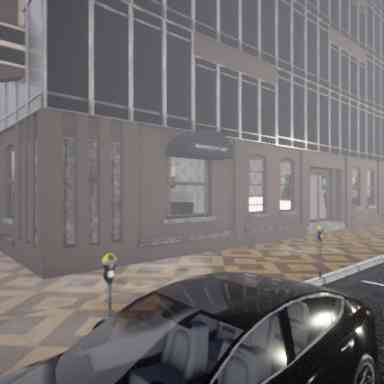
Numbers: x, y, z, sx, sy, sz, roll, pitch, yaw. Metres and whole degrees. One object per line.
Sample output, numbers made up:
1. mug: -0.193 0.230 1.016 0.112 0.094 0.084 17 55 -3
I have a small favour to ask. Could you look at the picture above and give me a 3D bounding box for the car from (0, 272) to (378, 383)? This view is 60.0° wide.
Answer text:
1. car: 0.147 1.566 3.012 4.313 1.339 1.947 0 0 -41
